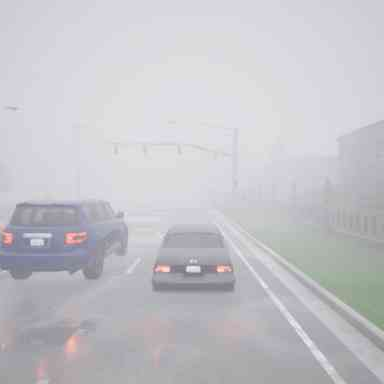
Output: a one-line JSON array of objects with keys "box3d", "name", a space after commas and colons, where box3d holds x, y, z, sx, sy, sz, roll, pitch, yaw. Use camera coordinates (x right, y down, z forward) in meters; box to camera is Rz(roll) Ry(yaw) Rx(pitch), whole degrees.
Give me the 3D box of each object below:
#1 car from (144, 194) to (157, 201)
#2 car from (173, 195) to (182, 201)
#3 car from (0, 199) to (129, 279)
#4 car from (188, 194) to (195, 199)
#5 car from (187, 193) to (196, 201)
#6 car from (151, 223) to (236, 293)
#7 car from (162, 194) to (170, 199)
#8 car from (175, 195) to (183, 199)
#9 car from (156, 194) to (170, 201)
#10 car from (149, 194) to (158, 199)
[{"box3d": [-10.634, 1.481, 82.980, 1.812, 1.442, 4.674, 0, 0, 0], "name": "car"}, {"box3d": [-3.633, 1.434, 82.575, 1.882, 1.535, 5.008, 0, 0, 0], "name": "car"}, {"box3d": [-3.450, 1.217, 10.120, 2.150, 2.045, 5.566, 0, 0, 0], "name": "car"}, {"box3d": [-0.150, 1.345, 93.000, 1.994, 1.385, 4.181, 0, 0, 0], "name": "car"}, {"box3d": [-0.133, 1.181, 82.610, 2.150, 2.045, 5.566, 0, 0, 0], "name": "car"}, {"box3d": [0.043, 1.544, 8.964, 2.033, 1.411, 5.357, 0, 0, 0], "name": "car"}, {"box3d": [-7.150, 1.345, 92.989, 1.994, 1.385, 4.181, 0, 0, 0], "name": "car"}, {"box3d": [-3.650, 1.387, 93.025, 1.895, 1.301, 4.718, 0, 0, 0], "name": "car"}, {"box3d": [-7.134, 1.552, 83.016, 1.895, 1.301, 4.718, 0, 0, 0], "name": "car"}, {"box3d": [-10.650, 1.270, 92.983, 1.882, 1.535, 5.008, 0, 0, 0], "name": "car"}]
